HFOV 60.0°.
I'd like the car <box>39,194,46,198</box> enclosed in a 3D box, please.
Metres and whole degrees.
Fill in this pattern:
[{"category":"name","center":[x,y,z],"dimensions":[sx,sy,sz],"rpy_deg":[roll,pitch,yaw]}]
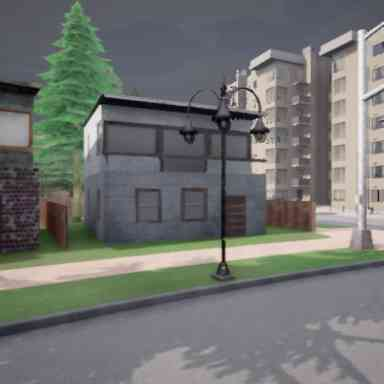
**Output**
[{"category":"car","center":[-31.447,1.036,69.295],"dimensions":[1.932,1.855,4.605],"rpy_deg":[0,0,-24]}]
